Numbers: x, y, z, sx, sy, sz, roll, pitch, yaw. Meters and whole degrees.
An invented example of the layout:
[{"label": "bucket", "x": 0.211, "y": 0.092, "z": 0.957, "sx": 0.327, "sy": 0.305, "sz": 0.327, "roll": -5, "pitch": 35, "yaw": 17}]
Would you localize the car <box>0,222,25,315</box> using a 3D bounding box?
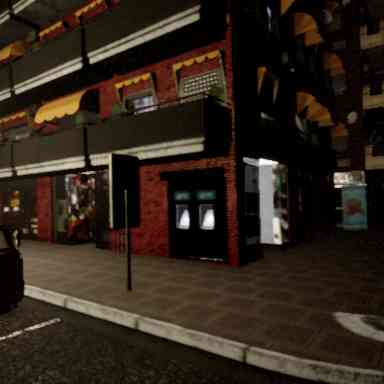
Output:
[{"label": "car", "x": -5.269, "y": 1.423, "z": 6.503, "sx": 5.009, "sy": 1.841, "sz": 2.192, "roll": -1, "pitch": -2, "yaw": 35}]
